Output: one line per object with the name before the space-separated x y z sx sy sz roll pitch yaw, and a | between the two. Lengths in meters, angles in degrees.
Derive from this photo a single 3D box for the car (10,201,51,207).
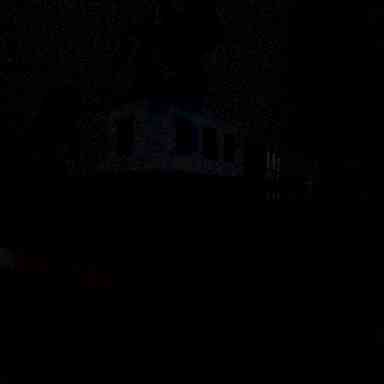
car | -14.698 1.513 29.171 2.033 1.411 5.357 0 0 29
